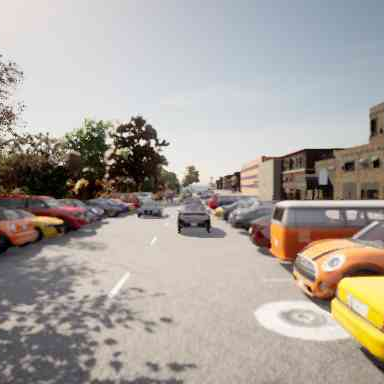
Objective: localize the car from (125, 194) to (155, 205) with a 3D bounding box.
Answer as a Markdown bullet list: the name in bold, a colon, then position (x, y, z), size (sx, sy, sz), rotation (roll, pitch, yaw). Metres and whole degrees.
- **car**: position (-8.488, 1.244, 54.463), size (4.553, 1.767, 2.185), rotation (0, 0, 0)

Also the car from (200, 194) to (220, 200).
- **car**: position (4.385, 1.142, 80.473), size (4.674, 1.452, 2.002), rotation (0, 0, 0)

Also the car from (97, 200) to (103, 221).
- **car**: position (-8.538, 1.453, 21.043), size (4.892, 1.521, 2.231), rotation (0, 0, 0)

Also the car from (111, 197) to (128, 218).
- **car**: position (-8.499, 1.463, 29.398), size (4.792, 1.488, 2.163), rotation (0, 0, 0)

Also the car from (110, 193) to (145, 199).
- **car**: position (-8.554, 1.161, 37.628), size (5.566, 2.045, 2.435), rotation (0, 0, 0)

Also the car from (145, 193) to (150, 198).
- **car**: position (-8.554, 1.266, 45.983), size (4.553, 1.767, 2.185), rotation (0, 0, 0)

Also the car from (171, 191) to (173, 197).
- **car**: position (-8.170, 1.077, 86.000), size (5.008, 1.535, 2.097), rotation (0, 0, 0)

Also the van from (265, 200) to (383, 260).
- **van**: position (4.661, 1.245, 9.858), size (4.442, 1.987, 1.878), rotation (0, 0, 0)

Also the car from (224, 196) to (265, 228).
- **car**: position (4.579, 1.327, 21.053), size (4.553, 1.767, 2.185), rotation (0, 0, 0)

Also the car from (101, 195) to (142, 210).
- **car**: position (-8.493, 1.280, 40.538), size (4.553, 1.767, 2.185), rotation (0, 0, 0)

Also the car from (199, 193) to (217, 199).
- **car**: position (4.416, 1.052, 91.775), size (5.008, 1.535, 2.097), rotation (0, 0, 0)

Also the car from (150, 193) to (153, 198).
- **car**: position (-8.553, 1.259, 48.768), size (4.553, 1.767, 2.185), rotation (0, 0, 0)

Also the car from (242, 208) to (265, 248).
- **car**: position (4.574, 1.496, 12.705), size (4.792, 1.488, 2.163), rotation (0, 0, 0)

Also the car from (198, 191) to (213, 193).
- **car**: position (4.350, 1.145, 77.646), size (4.792, 1.488, 2.163), rotation (0, 0, 0)

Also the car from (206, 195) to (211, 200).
- **car**: position (4.562, 1.407, 40.537), size (4.892, 1.521, 2.231), rotation (0, 0, 0)

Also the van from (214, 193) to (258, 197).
- **van**: position (4.669, 1.201, 32.187), size (4.442, 1.987, 1.878), rotation (0, 0, 0)

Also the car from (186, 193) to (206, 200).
- **car**: position (0.114, 1.289, 36.200), size (2.097, 1.767, 4.553), rotation (0, 0, 0)

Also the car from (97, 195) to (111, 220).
- **car**: position (-8.562, 1.320, 23.829), size (4.553, 1.767, 2.185), rotation (0, 0, 0)

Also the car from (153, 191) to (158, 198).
- **car**: position (-8.549, 1.125, 51.678), size (5.566, 2.045, 2.435), rotation (0, 0, 0)

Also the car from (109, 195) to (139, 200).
- **car**: position (-8.712, 1.417, 34.844), size (5.366, 1.575, 1.946), rotation (0, 0, 0)

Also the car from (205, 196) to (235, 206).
- **car**: position (4.545, 1.411, 54.312), size (4.674, 1.452, 2.002), rotation (-1, 0, 0)

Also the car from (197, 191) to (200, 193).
- **car**: position (4.219, 1.074, 86.124), size (5.366, 1.575, 1.946), rotation (0, 0, 0)

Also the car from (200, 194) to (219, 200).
- **car**: position (4.393, 1.130, 83.298), size (4.674, 1.452, 2.002), rotation (0, 0, 0)

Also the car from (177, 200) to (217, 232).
- **car**: position (0.108, 1.466, 19.861), size (2.128, 1.511, 4.902), rotation (0, 0, 0)

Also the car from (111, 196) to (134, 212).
- **car**: position (-8.533, 1.426, 32.184), size (5.008, 1.535, 2.097), rotation (0, 0, 0)

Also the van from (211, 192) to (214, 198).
- **van**: position (4.671, 1.187, 37.630), size (4.442, 1.987, 1.878), rotation (0, 0, 0)

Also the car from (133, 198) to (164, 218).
- **car**: position (-3.586, 1.518, 29.317), size (1.994, 1.385, 4.181), rotation (0, 0, 0)

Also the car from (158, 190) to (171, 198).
- **car**: position (-8.152, 0.963, 83.300), size (4.553, 1.767, 2.185), rotation (0, 0, 0)

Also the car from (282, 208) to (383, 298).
- **car**: position (4.574, 1.348, 7.137), size (4.553, 1.767, 2.185), rotation (0, 0, 0)

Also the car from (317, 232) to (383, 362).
- **car**: position (4.727, 1.473, 4.354), size (5.366, 1.575, 1.946), rotation (0, 0, 0)

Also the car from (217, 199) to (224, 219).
- **car**: position (4.543, 1.447, 23.838), size (4.892, 1.521, 2.231), rotation (0, 0, 0)

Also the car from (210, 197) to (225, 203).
- **car**: position (4.365, 1.437, 26.621), size (5.366, 1.575, 1.946), rotation (0, 0, 0)

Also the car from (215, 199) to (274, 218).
- **car**: position (4.558, 1.435, 29.404), size (4.892, 1.521, 2.231), rotation (0, 0, 0)

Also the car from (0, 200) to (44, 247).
- **car**: position (-8.503, 1.340, 12.687), size (4.553, 1.767, 2.185), rotation (0, 0, 0)

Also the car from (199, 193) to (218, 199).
- **car**: position (4.418, 1.064, 88.950), size (5.008, 1.535, 2.097), rotation (0, 0, 0)

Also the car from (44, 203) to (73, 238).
- **car**: position (-8.539, 1.461, 15.473), size (5.008, 1.535, 2.097), rotation (0, 0, 0)

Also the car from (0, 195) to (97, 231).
- **car**: position (-8.505, 1.205, 18.259), size (5.566, 2.045, 2.435), rotation (0, 0, 0)

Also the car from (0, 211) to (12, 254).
- **car**: position (-8.531, 1.470, 9.903), size (5.008, 1.535, 2.097), rotation (0, 0, 0)
